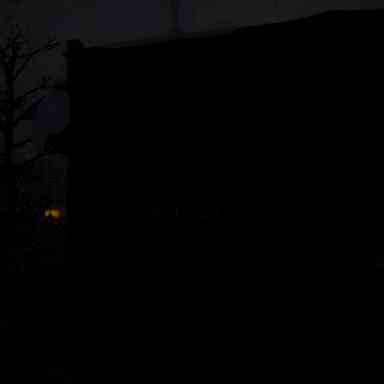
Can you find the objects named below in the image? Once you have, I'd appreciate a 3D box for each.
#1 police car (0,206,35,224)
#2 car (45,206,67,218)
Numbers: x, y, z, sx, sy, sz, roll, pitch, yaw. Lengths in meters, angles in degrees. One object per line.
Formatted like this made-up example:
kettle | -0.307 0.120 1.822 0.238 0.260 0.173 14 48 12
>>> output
police car | -17.387 2.250 33.127 1.930 1.638 5.238 0 -1 -1
car | -16.502 2.519 42.302 1.882 1.535 5.008 0 -1 12
